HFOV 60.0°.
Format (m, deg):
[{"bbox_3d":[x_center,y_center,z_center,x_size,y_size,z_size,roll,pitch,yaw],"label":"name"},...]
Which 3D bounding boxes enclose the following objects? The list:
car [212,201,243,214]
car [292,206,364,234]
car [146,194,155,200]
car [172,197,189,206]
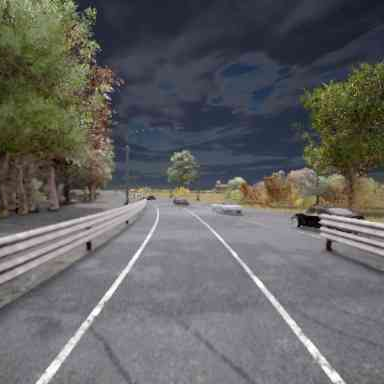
[{"bbox_3d":[3.614,1.608,35.121,1.895,1.301,4.718,1,0,-15],"label":"car"},{"bbox_3d":[7.834,1.551,19.690,1.882,1.535,5.008,1,1,-15],"label":"car"},{"bbox_3d":[-11.065,1.313,88.574,1.837,1.490,4.892,0,0,-15],"label":"car"},{"bbox_3d":[-1.981,1.509,55.449,2.033,1.411,5.357,0,0,-15],"label":"car"}]
